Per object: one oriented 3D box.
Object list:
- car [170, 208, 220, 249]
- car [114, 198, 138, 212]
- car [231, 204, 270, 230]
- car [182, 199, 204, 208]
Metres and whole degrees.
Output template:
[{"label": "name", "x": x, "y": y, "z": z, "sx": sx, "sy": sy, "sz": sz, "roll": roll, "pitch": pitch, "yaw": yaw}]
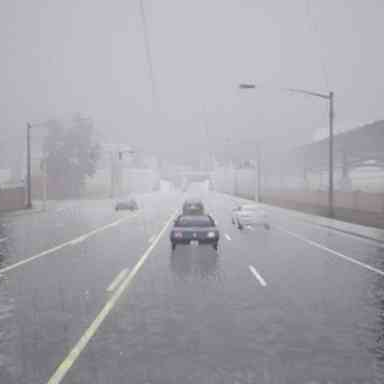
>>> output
[{"label": "car", "x": 0.098, "y": 1.582, "z": 14.448, "sx": 1.895, "sy": 1.301, "sz": 4.718, "roll": 0, "pitch": 0, "yaw": 0}, {"label": "car", "x": -7.004, "y": 1.339, "z": 35.907, "sx": 1.812, "sy": 1.442, "sz": 4.674, "roll": 0, "pitch": 1, "yaw": 0}, {"label": "car", "x": 3.598, "y": 1.474, "z": 20.835, "sx": 1.812, "sy": 1.442, "sz": 4.674, "roll": 0, "pitch": 0, "yaw": 0}, {"label": "car", "x": 0.096, "y": 1.360, "z": 31.250, "sx": 2.163, "sy": 1.488, "sz": 4.792, "roll": 0, "pitch": 0, "yaw": 0}]
